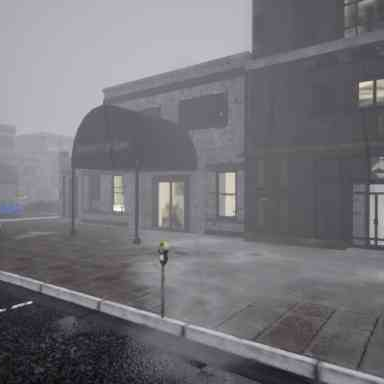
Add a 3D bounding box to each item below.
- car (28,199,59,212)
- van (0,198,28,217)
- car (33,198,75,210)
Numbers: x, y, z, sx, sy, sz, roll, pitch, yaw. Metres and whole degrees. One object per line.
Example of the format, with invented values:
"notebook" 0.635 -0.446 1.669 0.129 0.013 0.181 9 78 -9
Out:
"car" -18.024 1.616 39.001 1.994 1.385 4.181 0 0 35
"van" -17.346 1.415 29.866 1.690 1.788 3.998 0 0 35
"car" -17.976 1.571 43.594 1.752 1.417 4.829 0 0 35
